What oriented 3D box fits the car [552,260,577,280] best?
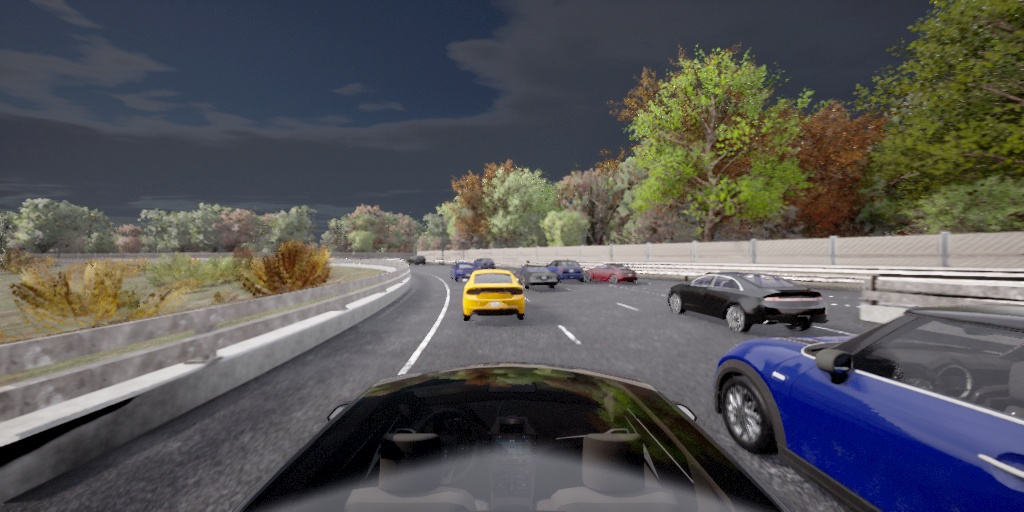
[{"bbox_3d":[3.729,1.057,27.371,2.097,1.767,4.553,0,0,-13],"label":"car"}]

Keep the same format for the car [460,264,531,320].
[{"bbox_3d":[-0.731,1.216,12.685,1.882,1.535,5.008,0,0,-6],"label":"car"}]

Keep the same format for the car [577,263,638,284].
[{"bbox_3d":[7.132,1.257,26.380,1.994,1.385,4.181,0,0,-30],"label":"car"}]

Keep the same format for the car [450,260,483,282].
[{"bbox_3d":[-3.883,1.254,28.995,1.812,1.442,4.674,0,0,-15],"label":"car"}]

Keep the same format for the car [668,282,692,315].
[{"bbox_3d":[6.484,1.210,10.613,2.128,1.511,4.902,0,0,-5],"label":"car"}]

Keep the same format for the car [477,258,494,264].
[{"bbox_3d":[-4.058,1.051,49.311,2.097,1.767,4.553,0,0,-26],"label":"car"}]

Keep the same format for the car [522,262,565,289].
[{"bbox_3d":[1.297,1.267,22.559,2.033,1.411,5.357,0,0,-11],"label":"car"}]

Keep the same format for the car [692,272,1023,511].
[{"bbox_3d":[3.394,1.090,2.272,2.097,1.767,4.553,0,0,-1],"label":"car"}]
